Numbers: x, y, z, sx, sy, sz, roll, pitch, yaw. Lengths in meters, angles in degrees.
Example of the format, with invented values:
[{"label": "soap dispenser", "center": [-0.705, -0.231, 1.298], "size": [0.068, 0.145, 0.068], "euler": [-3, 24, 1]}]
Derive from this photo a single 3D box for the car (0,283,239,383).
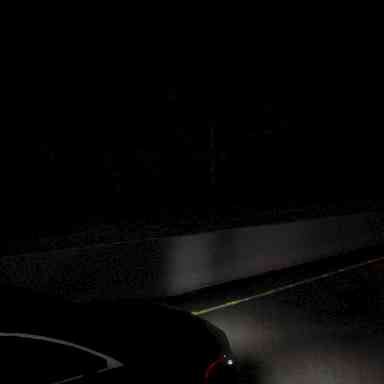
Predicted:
[{"label": "car", "center": [-1.795, 1.505, 2.474], "size": [4.892, 1.490, 1.837], "euler": [0, 0, -35]}]
